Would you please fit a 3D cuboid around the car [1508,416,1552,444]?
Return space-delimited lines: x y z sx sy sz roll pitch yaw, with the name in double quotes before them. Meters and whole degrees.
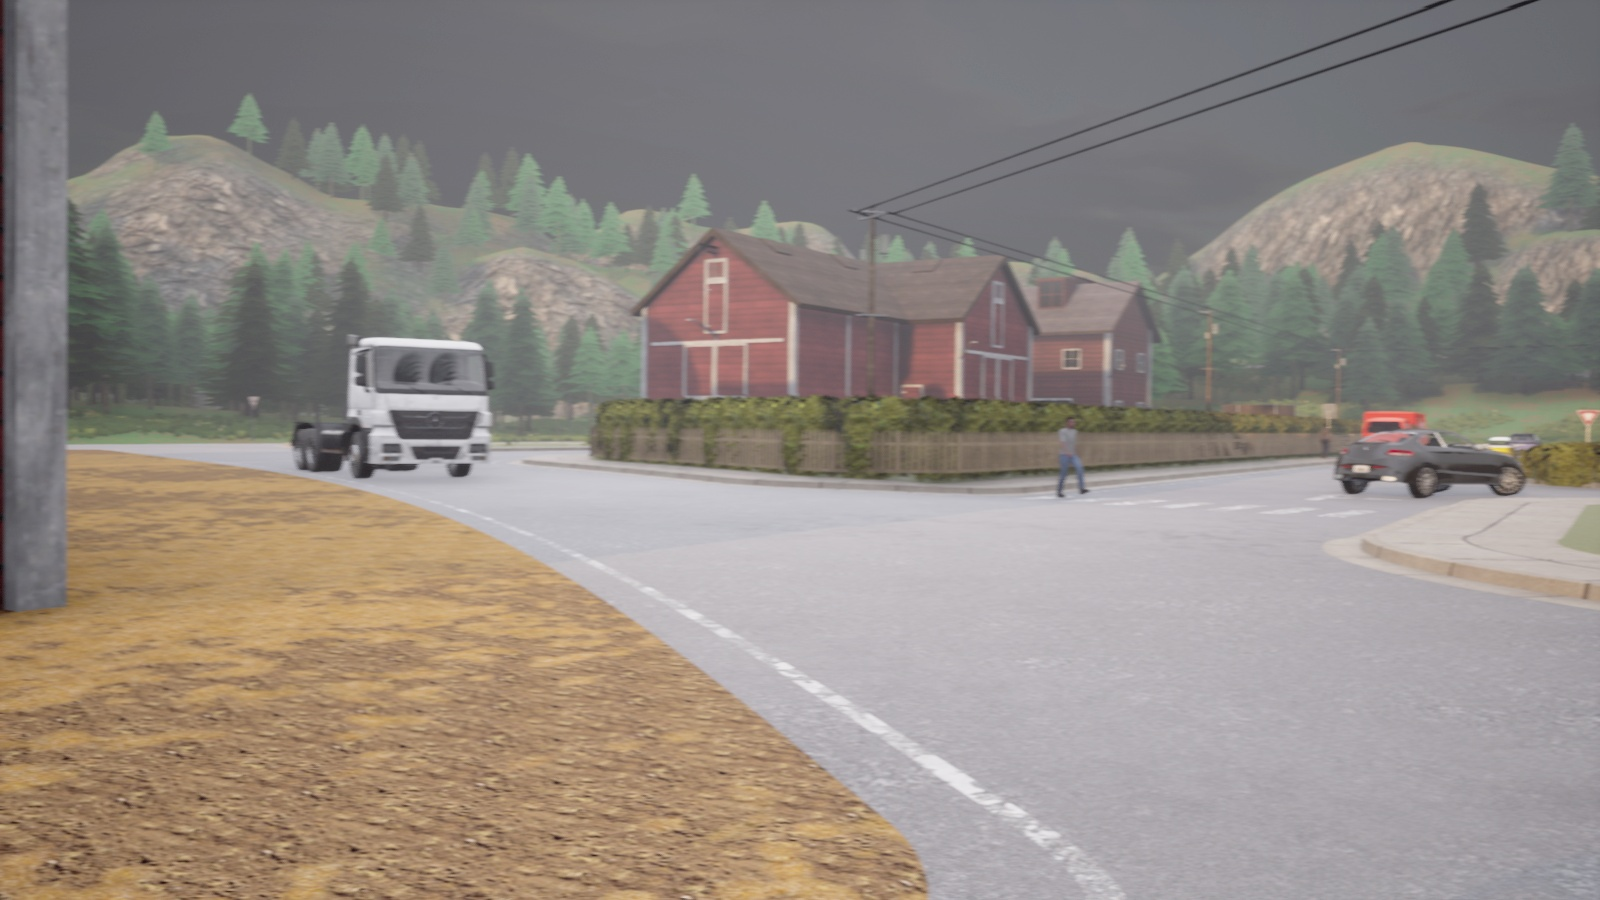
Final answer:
"car" 44.422 -1.223 76.360 2.033 1.649 4.856 0 1 34

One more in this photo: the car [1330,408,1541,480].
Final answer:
"car" 15.713 -0.195 31.000 5.027 1.651 2.152 -1 1 -28

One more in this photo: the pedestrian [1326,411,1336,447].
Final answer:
"pedestrian" 26.963 -1.082 63.768 0.328 1.805 0.869 0 1 34

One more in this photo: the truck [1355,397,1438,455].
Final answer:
"truck" 26.923 -1.079 56.558 2.627 2.467 5.204 0 1 34

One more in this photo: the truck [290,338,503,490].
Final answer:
"truck" -10.657 -0.880 32.544 2.891 3.462 7.936 -1 1 -36

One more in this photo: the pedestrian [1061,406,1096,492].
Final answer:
"pedestrian" 6.056 -0.025 27.340 0.354 1.836 0.706 -1 1 -31

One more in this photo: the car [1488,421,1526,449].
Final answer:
"car" 35.469 -0.747 63.017 1.481 1.376 2.207 0 2 34
